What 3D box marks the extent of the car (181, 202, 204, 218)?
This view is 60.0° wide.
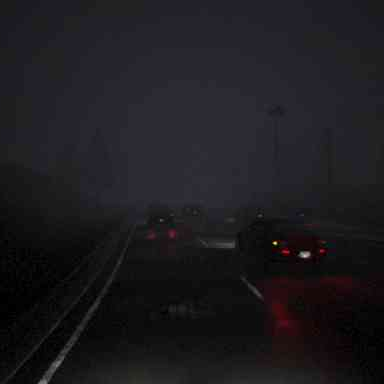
[{"bbox_3d":[0.010,1.780,33.820,1.812,1.442,4.674,-1,0,-7],"label":"car"}]

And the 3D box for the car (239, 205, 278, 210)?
[{"bbox_3d":[4.621,1.699,25.446,1.994,1.385,4.181,-1,0,-7],"label":"car"}]

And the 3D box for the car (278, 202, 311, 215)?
[{"bbox_3d":[7.915,1.586,27.309,1.882,1.535,5.008,-1,0,-7],"label":"car"}]

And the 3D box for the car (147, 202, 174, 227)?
[{"bbox_3d":[-2.341,1.740,24.676,1.812,1.442,4.674,-1,0,-7],"label":"car"}]

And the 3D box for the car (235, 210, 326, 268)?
[{"bbox_3d":[2.861,1.577,11.480,1.812,1.442,4.674,0,0,-6],"label":"car"}]
